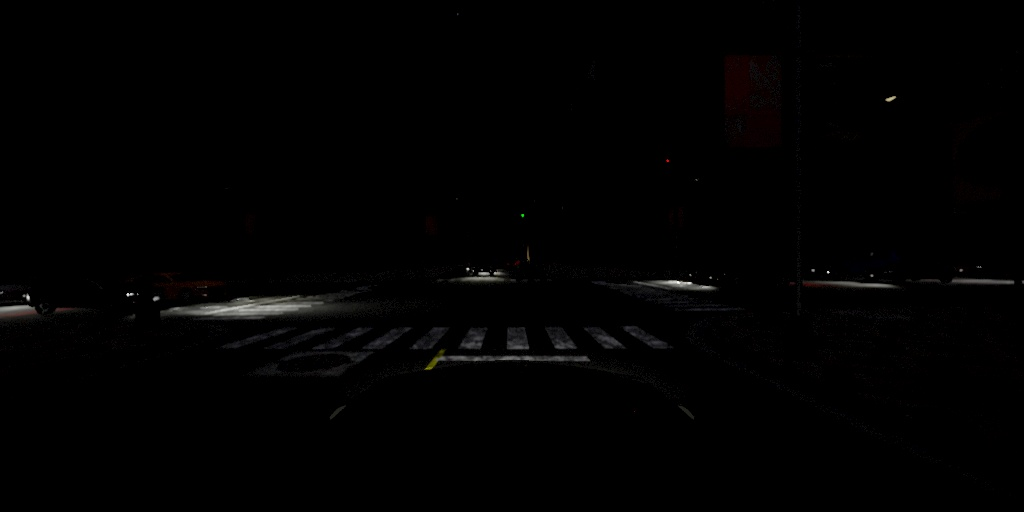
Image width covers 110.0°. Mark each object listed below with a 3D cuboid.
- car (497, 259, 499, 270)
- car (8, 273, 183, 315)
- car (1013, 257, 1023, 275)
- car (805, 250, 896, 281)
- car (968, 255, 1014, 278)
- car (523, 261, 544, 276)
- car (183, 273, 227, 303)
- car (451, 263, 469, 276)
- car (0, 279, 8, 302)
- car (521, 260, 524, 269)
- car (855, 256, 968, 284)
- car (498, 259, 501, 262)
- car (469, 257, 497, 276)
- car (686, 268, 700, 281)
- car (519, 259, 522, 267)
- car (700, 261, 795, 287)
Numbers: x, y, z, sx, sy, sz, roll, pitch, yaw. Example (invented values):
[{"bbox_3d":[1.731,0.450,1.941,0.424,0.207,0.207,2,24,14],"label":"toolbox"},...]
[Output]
[{"bbox_3d":[-3.220,1.554,50.249,1.994,1.385,4.181,0,0,-1],"label":"car"},{"bbox_3d":[-17.640,1.611,15.388,4.902,1.511,2.128,-1,0,2],"label":"car"},{"bbox_3d":[34.902,0.810,22.206,4.718,1.301,1.895,-1,0,0],"label":"car"},{"bbox_3d":[24.112,0.625,25.438,5.566,2.045,2.150,-1,0,0],"label":"car"},{"bbox_3d":[34.331,0.721,25.453,4.902,1.511,2.128,-1,0,0],"label":"car"},{"bbox_3d":[2.696,1.493,40.862,2.007,1.370,4.403,0,0,0],"label":"car"},{"bbox_3d":[-17.665,1.608,18.632,5.008,1.535,1.882,-1,0,2],"label":"car"},{"bbox_3d":[-5.829,1.492,40.816,2.007,1.370,4.403,0,0,0],"label":"car"},{"bbox_3d":[-27.640,1.842,18.603,4.674,1.442,1.812,-1,0,0],"label":"car"},{"bbox_3d":[2.633,1.543,51.751,1.888,1.381,4.507,0,0,0],"label":"car"},{"bbox_3d":[24.595,0.911,22.190,4.674,1.442,1.812,-1,0,0],"label":"car"},{"bbox_3d":[-3.271,1.593,60.820,2.033,1.411,5.357,0,0,-1],"label":"car"},{"bbox_3d":[-3.162,1.160,40.212,2.150,2.045,5.566,0,0,0],"label":"car"},{"bbox_3d":[14.635,1.134,25.410,4.181,1.385,1.994,-1,0,0],"label":"car"},{"bbox_3d":[2.602,1.577,57.195,2.007,1.370,4.403,0,0,0],"label":"car"},{"bbox_3d":[14.712,1.063,22.141,4.892,1.490,1.837,-1,0,1],"label":"car"}]
